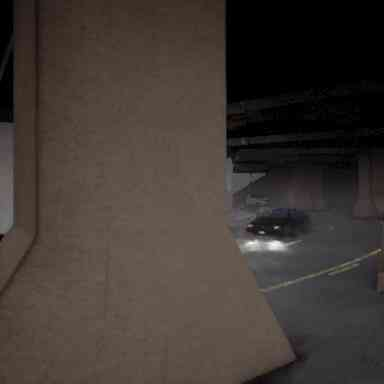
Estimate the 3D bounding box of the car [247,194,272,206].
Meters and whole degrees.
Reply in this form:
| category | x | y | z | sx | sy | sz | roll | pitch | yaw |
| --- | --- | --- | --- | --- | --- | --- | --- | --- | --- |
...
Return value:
| category | x | y | z | sx | sy | sz | roll | pitch | yaw |
| --- | --- | --- | --- | --- | --- | --- | --- | --- | --- |
| car | 10.905 | 1.381 | 54.178 | 2.150 | 2.045 | 5.566 | 0 | 0 | -14 |

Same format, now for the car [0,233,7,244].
| category | x | y | z | sx | sy | sz | roll | pitch | yaw |
| --- | --- | --- | --- | --- | --- | --- | --- | --- | --- |
| car | -3.538 | 1.510 | 5.932 | 5.008 | 1.535 | 1.882 | 0 | 0 | -37 |

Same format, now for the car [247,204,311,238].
| category | x | y | z | sx | sy | sz | roll | pitch | yaw |
| --- | --- | --- | --- | --- | --- | --- | --- | --- | --- |
| car | 4.999 | 1.598 | 18.385 | 2.033 | 1.411 | 5.357 | 0 | 0 | 37 |
